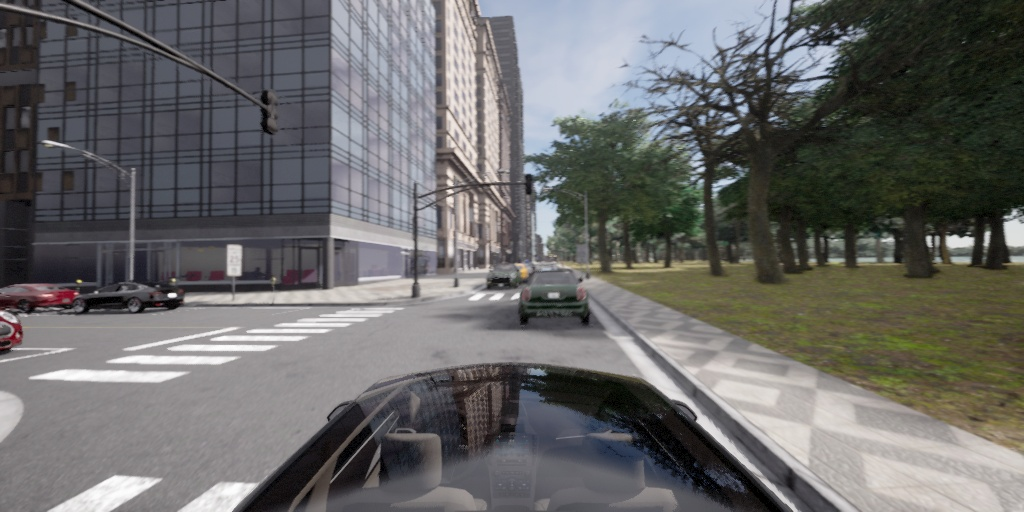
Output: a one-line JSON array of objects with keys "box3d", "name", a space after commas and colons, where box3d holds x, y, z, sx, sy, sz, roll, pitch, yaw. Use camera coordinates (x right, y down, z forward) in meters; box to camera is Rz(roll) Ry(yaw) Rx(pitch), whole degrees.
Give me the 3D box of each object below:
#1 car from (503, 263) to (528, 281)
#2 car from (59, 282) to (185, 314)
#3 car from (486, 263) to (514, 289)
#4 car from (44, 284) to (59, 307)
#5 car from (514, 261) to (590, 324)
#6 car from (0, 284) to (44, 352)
[{"box3d": [0.445, 1.494, 34.170, 1.882, 1.535, 5.008, -1, -1, 6], "name": "car"}, {"box3d": [-17.357, 1.846, 16.343, 4.313, 1.339, 1.948, 0, 0, 6], "name": "car"}, {"box3d": [-0.486, 1.301, 25.197, 2.097, 1.767, 4.553, -1, -1, 6], "name": "car"}, {"box3d": [-22.815, 1.965, 16.894, 4.207, 1.307, 1.802, 0, 0, 6], "name": "car"}, {"box3d": [1.416, 1.172, 12.417, 2.097, 1.767, 4.553, -2, -1, 6], "name": "car"}, {"box3d": [-12.793, 1.362, 7.318, 4.097, 1.591, 1.967, 0, 0, 5], "name": "car"}]
